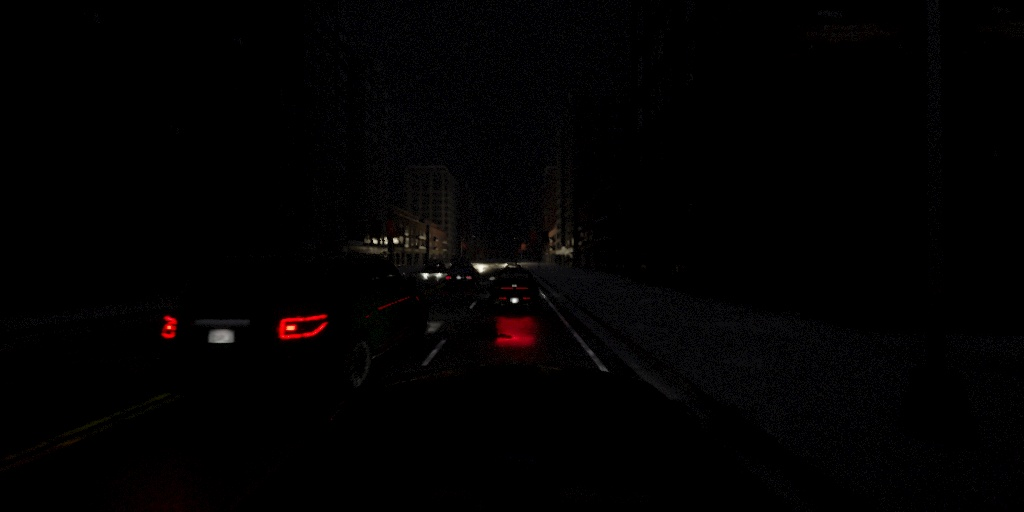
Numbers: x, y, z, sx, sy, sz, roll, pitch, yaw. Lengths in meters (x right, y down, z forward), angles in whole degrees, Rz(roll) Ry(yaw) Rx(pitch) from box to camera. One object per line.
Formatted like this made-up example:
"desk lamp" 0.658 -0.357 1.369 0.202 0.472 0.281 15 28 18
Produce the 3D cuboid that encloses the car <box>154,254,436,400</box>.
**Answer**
"car" -3.205 0.986 6.693 2.150 2.045 5.566 0 0 1

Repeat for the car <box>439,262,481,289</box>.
"car" -3.172 1.355 23.947 2.033 1.411 5.357 0 0 0

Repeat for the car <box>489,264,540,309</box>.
"car" 0.097 1.291 15.032 1.837 1.490 4.892 0 0 0

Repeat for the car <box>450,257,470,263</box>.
"car" -6.560 1.093 45.933 2.150 2.045 5.566 0 -1 0

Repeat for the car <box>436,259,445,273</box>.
"car" -9.810 1.218 45.566 2.097 1.767 4.553 0 0 0
